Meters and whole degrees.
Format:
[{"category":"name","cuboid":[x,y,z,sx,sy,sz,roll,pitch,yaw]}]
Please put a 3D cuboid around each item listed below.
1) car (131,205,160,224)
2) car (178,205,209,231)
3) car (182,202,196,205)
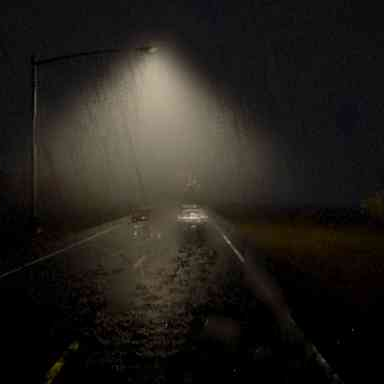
[{"category":"car","cuboid":[-3.683,1.783,27.105,1.994,1.385,4.181,0,0,-1]},{"category":"car","cuboid":[0.080,1.778,21.787,1.895,1.301,4.718,0,0,0]},{"category":"car","cuboid":[-0.411,1.947,44.327,1.895,1.301,4.718,0,0,-2]}]
